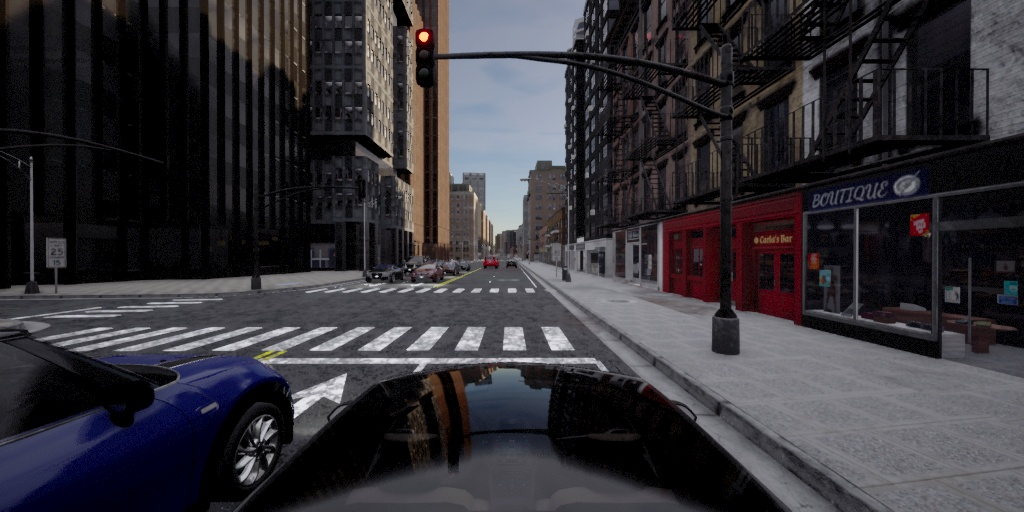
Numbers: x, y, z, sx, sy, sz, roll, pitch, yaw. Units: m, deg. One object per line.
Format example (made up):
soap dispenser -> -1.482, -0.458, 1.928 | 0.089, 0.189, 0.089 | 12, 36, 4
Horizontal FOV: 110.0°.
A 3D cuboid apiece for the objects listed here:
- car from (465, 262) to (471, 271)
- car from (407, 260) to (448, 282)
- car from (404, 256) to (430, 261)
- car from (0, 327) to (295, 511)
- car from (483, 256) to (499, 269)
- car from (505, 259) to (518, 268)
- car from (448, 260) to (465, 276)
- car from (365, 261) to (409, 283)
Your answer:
car -> -6.728, 1.328, 48.388 | 1.994, 1.385, 4.181 | 0, 0, 0
car -> -6.675, 1.282, 28.747 | 1.812, 1.442, 4.674 | 0, 0, 0
car -> -9.952, 0.982, 37.673 | 2.150, 2.045, 5.566 | 0, 0, 0
car -> -3.146, 1.102, 1.601 | 2.097, 1.767, 4.553 | 0, 0, 0
car -> -3.423, 0.989, 58.060 | 2.150, 2.045, 5.566 | 0, 0, 0
car -> -0.086, 1.273, 61.844 | 1.837, 1.490, 4.892 | 0, 0, 0
car -> -6.705, 1.308, 38.428 | 2.033, 1.411, 5.357 | 0, 0, 0
car -> -9.915, 1.320, 28.338 | 1.994, 1.385, 4.181 | 0, 0, 1
